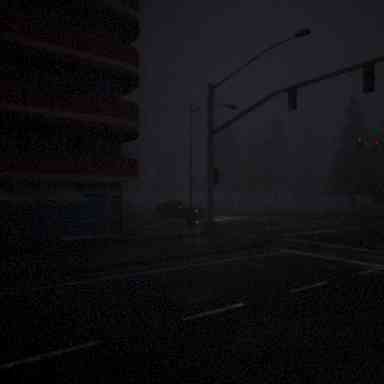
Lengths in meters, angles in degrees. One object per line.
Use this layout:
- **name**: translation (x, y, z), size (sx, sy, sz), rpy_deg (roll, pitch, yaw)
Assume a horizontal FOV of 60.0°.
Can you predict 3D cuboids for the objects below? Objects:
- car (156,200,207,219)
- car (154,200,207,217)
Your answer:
- **car**: translation (-0.951, 1.568, 28.710), size (4.674, 1.442, 1.812), rpy_deg (0, 0, 32)
- **car**: translation (-1.168, 1.547, 32.888), size (4.902, 1.511, 2.128), rpy_deg (0, 0, 29)
